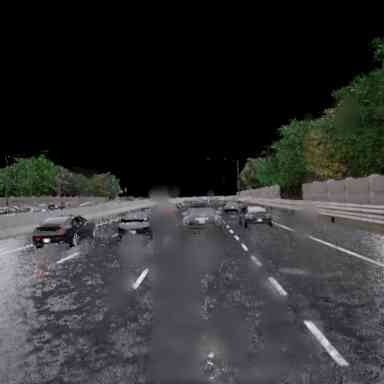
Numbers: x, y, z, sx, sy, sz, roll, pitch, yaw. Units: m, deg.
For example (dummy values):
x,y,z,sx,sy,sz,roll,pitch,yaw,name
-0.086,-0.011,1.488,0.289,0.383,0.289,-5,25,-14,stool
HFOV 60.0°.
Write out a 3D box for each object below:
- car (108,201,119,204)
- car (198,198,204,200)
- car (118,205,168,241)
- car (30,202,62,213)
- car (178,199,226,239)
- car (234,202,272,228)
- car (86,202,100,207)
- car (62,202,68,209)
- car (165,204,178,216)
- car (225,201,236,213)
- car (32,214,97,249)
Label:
x,y,z,sx,sy,sz,roll,pitch,yaw,name
-15.684,2.594,66.648,2.128,1.511,4.902,-2,0,2,car
1.798,1.985,66.107,2.033,1.411,5.357,-2,-1,1,car
-2.844,1.785,18.763,2.128,1.511,4.902,-2,0,1,car
-19.845,2.442,44.639,2.097,1.767,4.553,-2,0,2,car
0.554,1.523,18.888,2.097,1.767,4.553,-2,0,1,car
4.275,1.595,23.065,1.812,1.442,4.674,-2,0,2,car
-22.449,2.892,75.544,1.994,1.385,4.181,-2,-1,1,car
-26.223,2.806,65.243,2.097,1.767,4.553,-2,-1,1,car
-2.360,1.973,37.076,1.994,1.385,4.181,-2,0,1,car
4.717,1.729,40.134,1.994,1.385,4.181,-2,0,1,car
-6.385,1.915,17.157,1.837,1.490,4.892,-2,0,1,car
